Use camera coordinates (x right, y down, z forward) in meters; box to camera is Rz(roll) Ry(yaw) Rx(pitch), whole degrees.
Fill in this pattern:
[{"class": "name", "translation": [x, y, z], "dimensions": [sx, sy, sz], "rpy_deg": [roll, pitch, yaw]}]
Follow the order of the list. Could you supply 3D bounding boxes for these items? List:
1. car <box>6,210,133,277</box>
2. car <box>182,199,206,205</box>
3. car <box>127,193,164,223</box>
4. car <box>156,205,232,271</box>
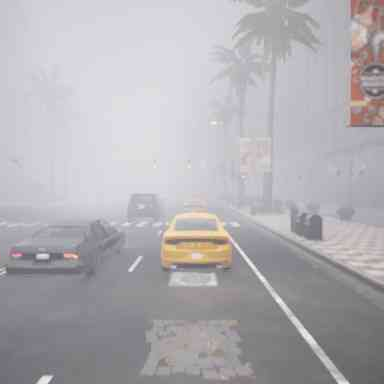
[{"class": "car", "translation": [-3.365, 1.487, 10.024], "dimensions": [2.033, 1.411, 5.357], "rpy_deg": [0, 0, 0]}, {"class": "car", "translation": [0.193, 1.306, 28.315], "dimensions": [1.882, 1.535, 5.008], "rpy_deg": [0, 0, 0]}, {"class": "car", "translation": [-3.320, 1.076, 24.469], "dimensions": [2.150, 2.045, 5.566], "rpy_deg": [0, 1, 0]}, {"class": "car", "translation": [0.126, 1.412, 10.702], "dimensions": [1.882, 1.535, 5.008], "rpy_deg": [0, 0, 0]}]
